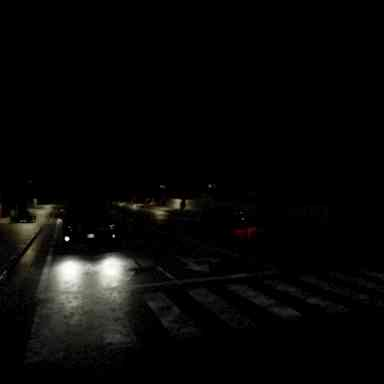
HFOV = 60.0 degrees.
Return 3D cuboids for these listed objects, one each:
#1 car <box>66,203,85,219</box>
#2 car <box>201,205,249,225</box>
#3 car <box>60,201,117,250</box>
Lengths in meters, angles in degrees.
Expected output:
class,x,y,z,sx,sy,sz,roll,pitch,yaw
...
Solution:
class,x,y,z,sx,sy,sz,roll,pitch,yaw
car,-12.635,2.020,35.925,1.812,1.442,4.674,0,0,-21
car,2.616,1.857,27.582,2.128,1.511,4.902,0,0,-32
car,-5.022,1.454,15.931,2.150,2.045,5.566,0,-1,-21
